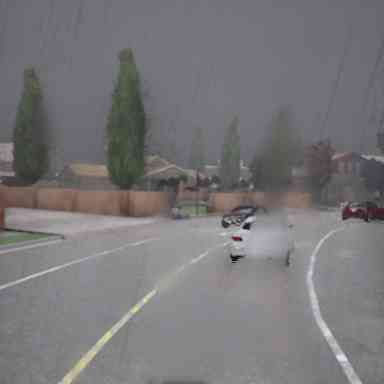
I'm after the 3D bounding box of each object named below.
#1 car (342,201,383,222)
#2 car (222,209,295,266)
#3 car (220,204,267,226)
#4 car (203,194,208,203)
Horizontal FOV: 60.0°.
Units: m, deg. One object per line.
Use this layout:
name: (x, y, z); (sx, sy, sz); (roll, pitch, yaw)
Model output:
car: (14.685, 1.550, 28.180); (4.553, 1.767, 2.097); (1, -1, -39)
car: (2.587, 1.557, 11.766); (1.812, 1.442, 4.674); (0, 0, 19)
car: (3.631, 1.571, 21.753); (1.837, 1.490, 4.892); (-1, -1, 35)
car: (2.990, 0.886, 49.565); (1.816, 1.474, 4.193); (-2, 0, -15)
